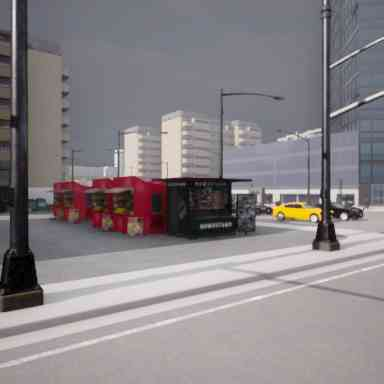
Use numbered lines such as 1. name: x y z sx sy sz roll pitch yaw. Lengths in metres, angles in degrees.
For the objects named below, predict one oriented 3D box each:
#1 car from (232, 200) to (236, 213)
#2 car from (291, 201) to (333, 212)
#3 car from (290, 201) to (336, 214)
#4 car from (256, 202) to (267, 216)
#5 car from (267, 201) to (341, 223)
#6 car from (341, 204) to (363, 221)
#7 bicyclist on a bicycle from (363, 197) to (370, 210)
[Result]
1. car: 3.073 1.445 34.883 2.150 2.045 5.566 0 -1 -36
2. car: 15.202 1.802 42.339 1.895 1.301 4.718 0 -1 -36
3. car: 13.839 1.772 38.260 1.895 1.301 4.718 0 -1 -36
4. car: 6.716 1.766 35.814 1.994 1.385 4.181 0 -1 -36
5. car: 8.898 1.579 26.818 1.882 1.535 5.008 0 -1 -38
6. car: 12.001 1.576 28.535 1.882 1.535 5.008 0 -1 -36
7. bicyclist on a bicycle: 22.250 1.447 42.463 1.656 1.620 0.582 0 0 -36
